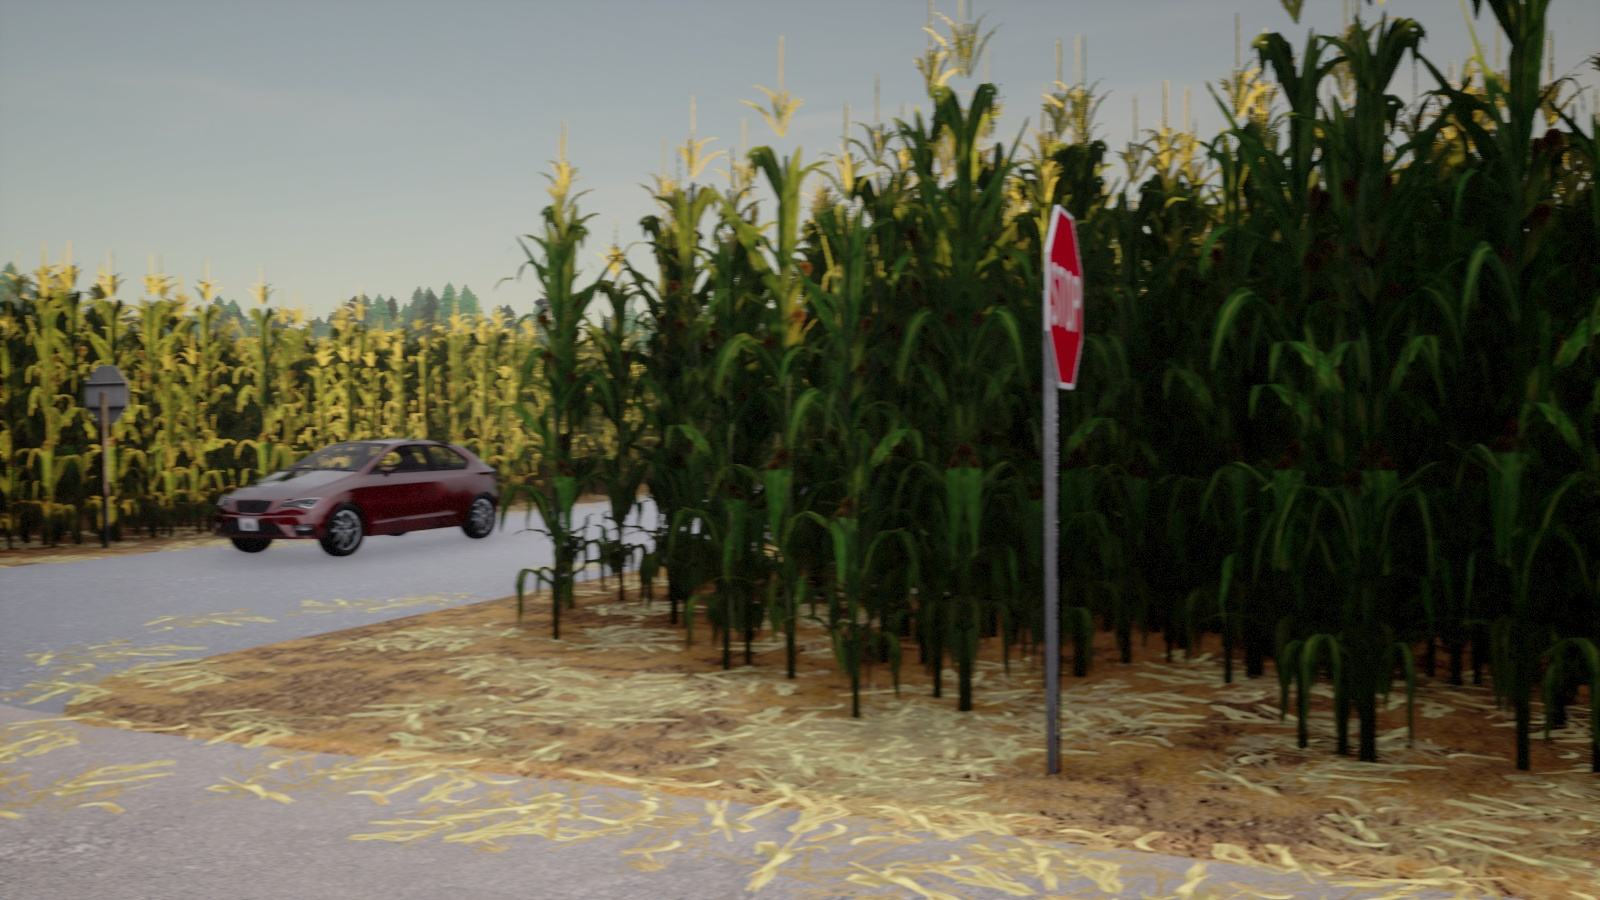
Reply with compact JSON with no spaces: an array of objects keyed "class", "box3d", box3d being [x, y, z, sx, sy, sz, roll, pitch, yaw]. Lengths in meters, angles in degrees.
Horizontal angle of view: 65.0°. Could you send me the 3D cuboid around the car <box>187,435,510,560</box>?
[{"class":"car","box3d":[-6.012,0.542,17.306,1.816,1.474,4.193,0,1,23]}]
